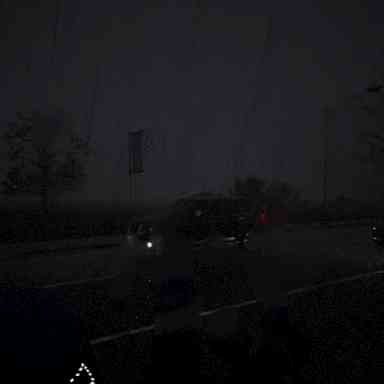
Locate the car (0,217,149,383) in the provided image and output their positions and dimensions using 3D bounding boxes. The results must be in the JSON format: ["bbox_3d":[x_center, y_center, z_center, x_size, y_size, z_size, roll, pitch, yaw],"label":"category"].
[{"bbox_3d":[-3.180,1.215,1.402,5.566,2.045,2.150,0,0,-36],"label":"car"}]

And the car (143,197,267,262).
[{"bbox_3d":[0.323,1.203,12.447,5.566,2.045,2.150,0,0,-32],"label":"car"}]

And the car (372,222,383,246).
[{"bbox_3d":[9.668,1.472,13.906,5.008,1.535,1.882,0,0,-29],"label":"car"}]
